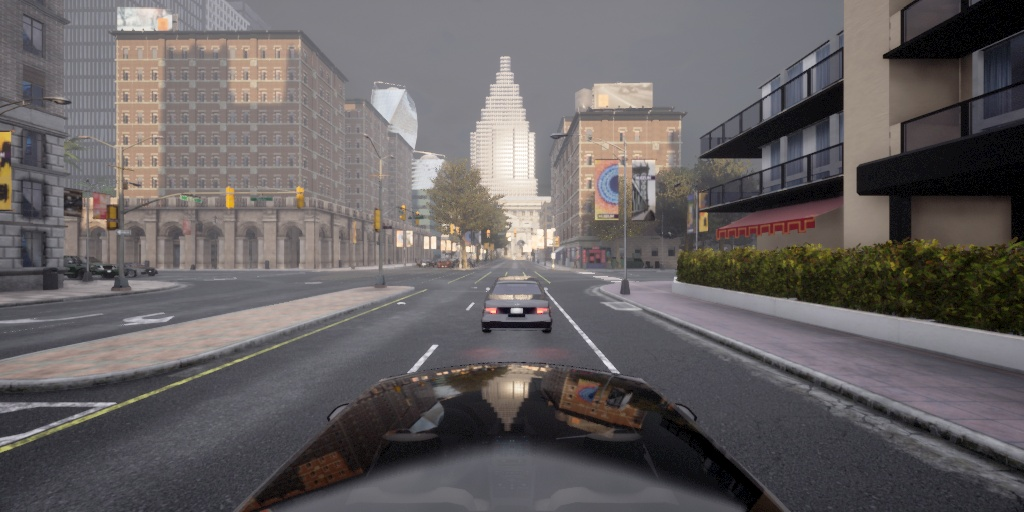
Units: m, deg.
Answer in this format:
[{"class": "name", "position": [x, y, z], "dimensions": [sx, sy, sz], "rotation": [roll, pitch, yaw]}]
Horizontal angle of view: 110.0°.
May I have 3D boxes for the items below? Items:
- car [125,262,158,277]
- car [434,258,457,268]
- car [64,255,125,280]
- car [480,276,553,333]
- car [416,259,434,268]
[{"class": "car", "position": [-36.838, 1.314, 34.530], "dimensions": [4.181, 1.385, 1.994], "rotation": [0, 0, 0]}, {"class": "car", "position": [-11.065, 1.101, 59.635], "dimensions": [2.097, 1.767, 4.553], "rotation": [0, 0, 1]}, {"class": "car", "position": [-37.615, 0.971, 31.029], "dimensions": [5.566, 2.045, 2.150], "rotation": [0, 0, 0]}, {"class": "car", "position": [0.143, 1.297, 10.709], "dimensions": [2.033, 1.411, 5.357], "rotation": [0, 0, 1]}, {"class": "car", "position": [-14.535, 1.241, 61.520], "dimensions": [2.128, 1.511, 4.902], "rotation": [0, 0, 1]}]
